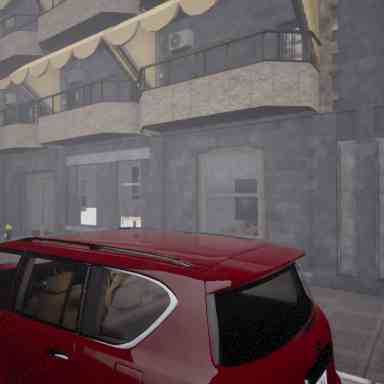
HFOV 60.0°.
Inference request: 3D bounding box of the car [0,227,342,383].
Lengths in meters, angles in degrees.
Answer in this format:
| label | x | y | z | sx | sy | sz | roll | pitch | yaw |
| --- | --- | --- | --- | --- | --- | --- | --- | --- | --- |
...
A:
| label | x | y | z | sx | sy | sz | roll | pitch | yaw |
| --- | --- | --- | --- | --- | --- | --- | --- | --- | --- |
| car | -1.113 | 1.315 | 3.530 | 5.009 | 1.841 | 2.192 | 0 | 0 | 36 |
